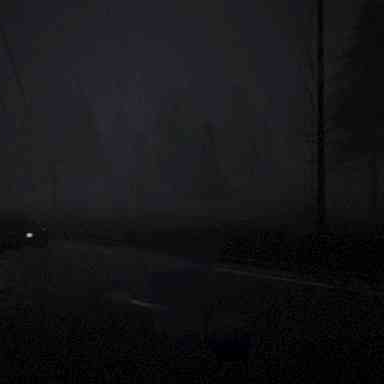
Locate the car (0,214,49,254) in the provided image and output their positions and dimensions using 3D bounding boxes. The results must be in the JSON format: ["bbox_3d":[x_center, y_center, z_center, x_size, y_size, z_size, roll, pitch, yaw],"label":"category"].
[{"bbox_3d":[-7.818,1.626,13.848,4.181,1.385,1.994,0,0,36],"label":"car"}]
